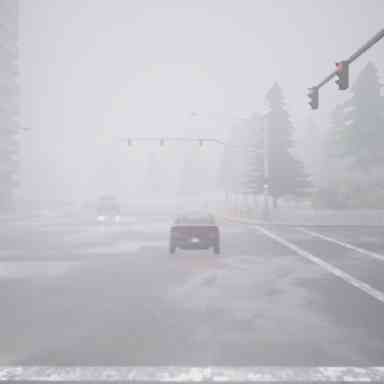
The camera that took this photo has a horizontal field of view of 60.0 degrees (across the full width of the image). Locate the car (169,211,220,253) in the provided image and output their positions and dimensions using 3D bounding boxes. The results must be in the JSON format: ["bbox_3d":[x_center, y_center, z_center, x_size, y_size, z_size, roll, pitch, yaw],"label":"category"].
[{"bbox_3d":[0.097,1.543,14.105,1.882,1.535,5.008,0,0,0],"label":"car"}]

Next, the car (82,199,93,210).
[{"bbox_3d":[-13.457,1.627,45.239,2.033,1.411,5.357,0,0,-33],"label":"car"}]

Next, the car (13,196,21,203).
[{"bbox_3d":[-37.313,1.542,65.788,5.008,1.535,1.882,0,0,9],"label":"car"}]

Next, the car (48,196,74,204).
[{"bbox_3d":[-25.833,1.593,65.558,5.008,1.535,1.882,0,0,23],"label":"car"}]

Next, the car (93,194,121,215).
[{"bbox_3d":[-9.078,1.285,35.891,2.150,2.045,5.566,0,0,-20],"label":"car"}]

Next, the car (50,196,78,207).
[{"bbox_3d":[-20.150,1.585,53.255,4.902,1.511,2.128,0,0,43],"label":"car"}]

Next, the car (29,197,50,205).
[{"bbox_3d":[-27.210,1.655,62.347,5.357,1.411,2.033,0,0,23],"label":"car"}]

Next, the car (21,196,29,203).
[{"bbox_3d":[-35.661,1.588,69.026,4.181,1.385,1.994,0,0,9],"label":"car"}]
